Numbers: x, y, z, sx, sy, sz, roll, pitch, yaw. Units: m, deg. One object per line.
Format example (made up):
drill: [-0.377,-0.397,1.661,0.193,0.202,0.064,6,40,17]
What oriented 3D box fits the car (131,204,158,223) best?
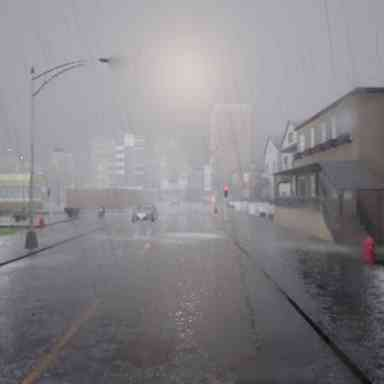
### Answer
car: [-3.999,1.768,28.711,2.128,1.511,4.902,0,-1,0]

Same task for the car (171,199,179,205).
car: [-3.990,2.415,79.059,1.812,1.442,4.674,0,-1,0]
